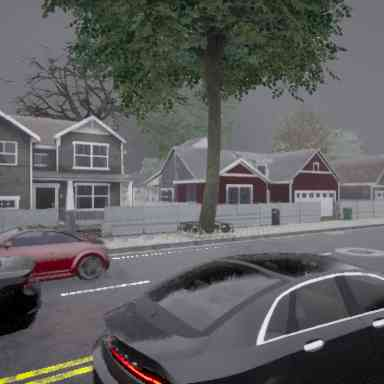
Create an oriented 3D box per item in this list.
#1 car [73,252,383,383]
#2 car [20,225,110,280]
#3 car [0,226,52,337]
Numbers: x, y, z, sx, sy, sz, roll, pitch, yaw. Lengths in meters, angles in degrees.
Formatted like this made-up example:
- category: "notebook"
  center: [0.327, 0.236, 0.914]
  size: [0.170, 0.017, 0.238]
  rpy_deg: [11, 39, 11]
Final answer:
- category: "car"
  center: [1.346, 1.504, 3.990]
  size: [4.892, 1.490, 1.837]
  rpy_deg: [0, 0, -32]
- category: "car"
  center: [-4.234, 1.563, 8.413]
  size: [4.181, 1.385, 1.994]
  rpy_deg: [0, 0, -32]
- category: "car"
  center: [-4.692, 1.477, 4.303]
  size: [5.008, 1.535, 1.882]
  rpy_deg: [0, 0, -32]
